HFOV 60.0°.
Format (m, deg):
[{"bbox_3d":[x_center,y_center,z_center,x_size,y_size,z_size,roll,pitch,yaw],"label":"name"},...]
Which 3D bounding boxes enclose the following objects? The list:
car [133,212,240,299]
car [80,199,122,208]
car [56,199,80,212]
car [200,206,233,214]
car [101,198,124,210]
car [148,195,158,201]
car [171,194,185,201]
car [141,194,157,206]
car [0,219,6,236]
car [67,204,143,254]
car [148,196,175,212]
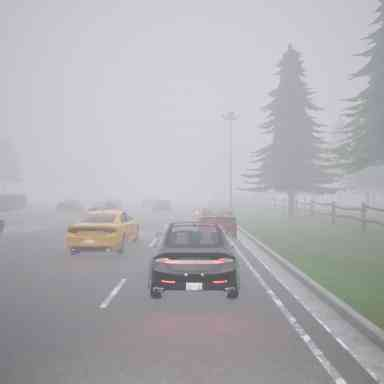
[{"bbox_3d":[0.059,1.492,8.439,2.128,1.511,4.902,0,0,0],"label":"car"},{"bbox_3d":[-6.892,1.525,26.060,1.812,1.442,4.674,0,0,0],"label":"car"},{"bbox_3d":[-13.881,1.525,37.881,1.812,1.442,4.674,0,0,0],"label":"car"},{"bbox_3d":[1.240,1.478,17.780,1.882,1.535,5.008,0,0,0],"label":"car"},{"bbox_3d":[-10.363,1.564,43.386,1.994,1.385,4.181,0,0,0],"label":"car"},{"bbox_3d":[-10.424,1.552,89.244,1.994,1.385,4.181,0,0,0],"label":"car"},{"bbox_3d":[-3.428,1.540,84.481,2.033,1.411,5.357,0,0,0],"label":"car"},{"bbox_3d":[-6.868,1.525,52.639,1.812,1.442,4.674,0,0,0],"label":"car"},{"bbox_3d":[-10.388,1.601,14.801,1.895,1.301,4.718,0,0,0],"label":"car"},{"bbox_3d":[-3.389,1.477,13.476,1.882,1.535,5.008,0,0,0],"label":"car"},{"bbox_3d":[-3.368,1.547,38.213,2.033,1.411,5.357,0,0,0],"label":"car"}]
